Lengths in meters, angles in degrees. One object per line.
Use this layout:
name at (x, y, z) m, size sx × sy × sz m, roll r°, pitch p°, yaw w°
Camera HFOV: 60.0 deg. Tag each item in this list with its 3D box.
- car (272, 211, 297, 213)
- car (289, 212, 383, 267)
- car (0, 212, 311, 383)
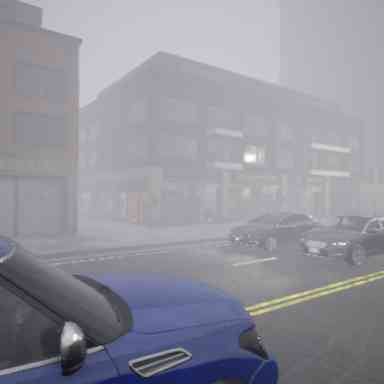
car at (3.728, 1.592, 14.321) m, size 4.892 × 1.490 × 1.837 m, roll 1°, pitch 0°, yaw -35°
car at (5.812, 1.580, 11.816) m, size 4.902 × 1.511 × 2.128 m, roll 1°, pitch 0°, yaw -35°
car at (-1.915, 1.217, 2.073) m, size 5.566 × 2.045 × 2.150 m, roll 1°, pitch 0°, yaw -35°
